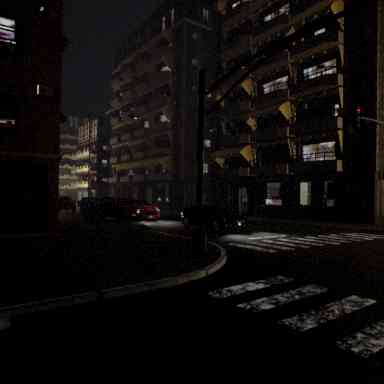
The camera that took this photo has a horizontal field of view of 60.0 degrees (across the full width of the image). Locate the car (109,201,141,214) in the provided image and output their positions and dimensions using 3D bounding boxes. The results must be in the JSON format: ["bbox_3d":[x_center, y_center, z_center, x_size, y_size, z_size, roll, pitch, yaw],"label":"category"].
[{"bbox_3d":[-7.679,1.711,37.821,1.994,1.385,4.181,1,-1,-35],"label":"car"}]

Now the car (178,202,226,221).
[{"bbox_3d":[0.784,1.686,30.130,1.752,1.417,4.829,1,-1,-35],"label":"car"}]

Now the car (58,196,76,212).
[{"bbox_3d":[-15.210,1.368,39.091,2.192,1.841,5.009,1,-1,-35],"label":"car"}]

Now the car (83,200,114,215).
[{"bbox_3d":[-10.251,1.650,36.360,1.994,1.385,4.181,1,-1,-35],"label":"car"}]

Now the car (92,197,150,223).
[{"bbox_3d":[-5.544,1.310,25.439,2.192,1.841,5.009,1,-1,-35],"label":"car"}]

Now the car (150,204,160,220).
[{"bbox_3d":[-4.541,1.404,28.296,2.097,1.767,4.553,1,-1,-35],"label":"car"}]

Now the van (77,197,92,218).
[{"bbox_3d":[-8.766,1.354,29.989,1.690,1.788,3.998,1,-1,-35],"label":"van"}]

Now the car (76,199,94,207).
[{"bbox_3d":[-18.449,1.866,57.292,1.802,1.307,4.206,1,-1,-35],"label":"car"}]

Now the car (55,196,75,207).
[{"bbox_3d":[-22.459,1.599,58.712,2.097,1.767,4.553,1,-1,-36],"label":"car"}]

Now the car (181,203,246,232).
[{"bbox_3d":[1.190,1.527,20.251,1.837,1.490,4.892,1,-1,-36],"label":"car"}]
